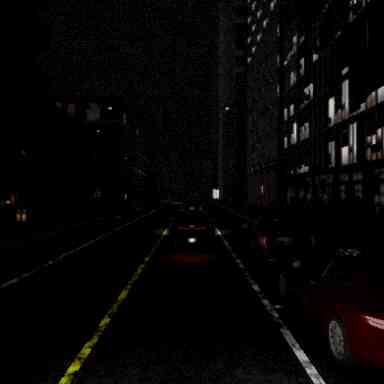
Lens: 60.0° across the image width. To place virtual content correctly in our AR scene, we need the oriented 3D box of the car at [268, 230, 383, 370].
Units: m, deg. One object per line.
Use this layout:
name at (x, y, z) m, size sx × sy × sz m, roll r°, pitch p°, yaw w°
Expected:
car at (2.689, 1.581, 5.505) m, size 1.802 × 1.307 × 4.206 m, roll 0°, pitch 0°, yaw 0°

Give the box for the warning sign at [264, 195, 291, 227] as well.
warning sign at (5.067, 1.116, 19.743) m, size 1.300 × 1.860 × 1.060 m, roll 0°, pitch 0°, yaw 0°

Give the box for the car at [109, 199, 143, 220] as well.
car at (-5.691, 1.567, 28.099) m, size 1.947 × 1.339 × 4.313 m, roll 0°, pitch 0°, yaw 0°

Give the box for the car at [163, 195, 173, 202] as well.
car at (-5.691, 1.465, 78.936) m, size 1.967 × 1.590 × 4.097 m, roll 0°, pitch 0°, yaw 0°

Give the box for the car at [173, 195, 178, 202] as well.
car at (-3.001, 1.467, 76.712) m, size 1.837 × 1.490 × 4.892 m, roll 0°, pitch 0°, yaw 0°

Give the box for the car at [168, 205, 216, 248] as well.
car at (0.000, 1.517, 14.650) m, size 1.837 × 1.490 × 4.892 m, roll 0°, pitch 0°, yaw 0°

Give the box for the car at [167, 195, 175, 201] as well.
car at (-5.691, 1.585, 90.233) m, size 2.008 × 1.369 × 4.403 m, roll 0°, pitch 0°, yaw 0°

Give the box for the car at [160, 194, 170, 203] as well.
car at (-5.691, 1.594, 61.990) m, size 1.802 × 1.307 × 4.206 m, roll 0°, pitch 0°, yaw 0°

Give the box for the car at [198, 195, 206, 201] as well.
car at (2.689, 1.585, 90.234) m, size 2.008 × 1.369 × 4.403 m, roll 0°, pitch 0°, yaw 0°

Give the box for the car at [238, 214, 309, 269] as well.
car at (2.689, 1.440, 11.152) m, size 1.967 × 1.590 × 4.097 m, roll 0°, pitch 0°, yaw 0°

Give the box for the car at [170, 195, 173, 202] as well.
car at (-5.692, 1.331, 67.639) m, size 2.192 × 1.841 × 5.009 m, roll 0°, pitch 0°, yaw 0°

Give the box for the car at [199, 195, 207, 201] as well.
car at (2.689, 1.469, 84.584) m, size 1.967 × 1.590 × 4.097 m, roll 0°, pitch 0°, yaw 0°

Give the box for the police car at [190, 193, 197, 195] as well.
police car at (0.233, 1.459, 89.726) m, size 1.930 × 1.638 × 5.238 m, roll -1°, pitch 0°, yaw -18°

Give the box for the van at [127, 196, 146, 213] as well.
van at (-5.691, 1.343, 33.748) m, size 1.690 × 1.788 × 3.998 m, roll 0°, pitch 0°, yaw 0°

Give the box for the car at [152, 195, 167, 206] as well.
car at (-5.691, 1.590, 56.341) m, size 1.802 × 1.307 × 4.206 m, roll 0°, pitch 0°, yaw 0°

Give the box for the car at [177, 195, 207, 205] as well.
car at (0.000, 1.369, 29.620) m, size 2.097 × 1.767 × 4.553 m, roll 0°, pitch 0°, yaw 0°
